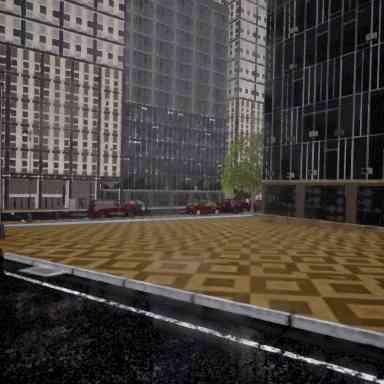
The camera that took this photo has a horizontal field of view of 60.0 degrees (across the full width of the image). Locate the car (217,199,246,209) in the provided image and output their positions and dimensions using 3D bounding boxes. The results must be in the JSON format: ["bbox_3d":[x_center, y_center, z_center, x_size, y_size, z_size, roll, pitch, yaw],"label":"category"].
[{"bbox_3d":[6.226,1.872,52.845,4.313,1.339,1.947,1,1,-34],"label":"car"}]

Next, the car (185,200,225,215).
[{"bbox_3d":[1.332,1.966,39.934,4.507,1.381,1.887,1,1,-34],"label":"car"}]

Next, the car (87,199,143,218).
[{"bbox_3d":[-8.012,1.644,33.516,5.009,1.841,2.192,1,1,-34],"label":"car"}]

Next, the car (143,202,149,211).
[{"bbox_3d":[-7.798,1.719,43.224,4.403,1.369,2.008,1,1,-34],"label":"car"}]

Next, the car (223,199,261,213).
[{"bbox_3d":[6.012,1.782,43.136,5.009,1.841,2.192,1,1,-34],"label":"car"}]

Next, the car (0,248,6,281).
[{"bbox_3d":[-6.392,1.522,8.232,4.674,1.442,1.812,0,0,35],"label":"car"}]
